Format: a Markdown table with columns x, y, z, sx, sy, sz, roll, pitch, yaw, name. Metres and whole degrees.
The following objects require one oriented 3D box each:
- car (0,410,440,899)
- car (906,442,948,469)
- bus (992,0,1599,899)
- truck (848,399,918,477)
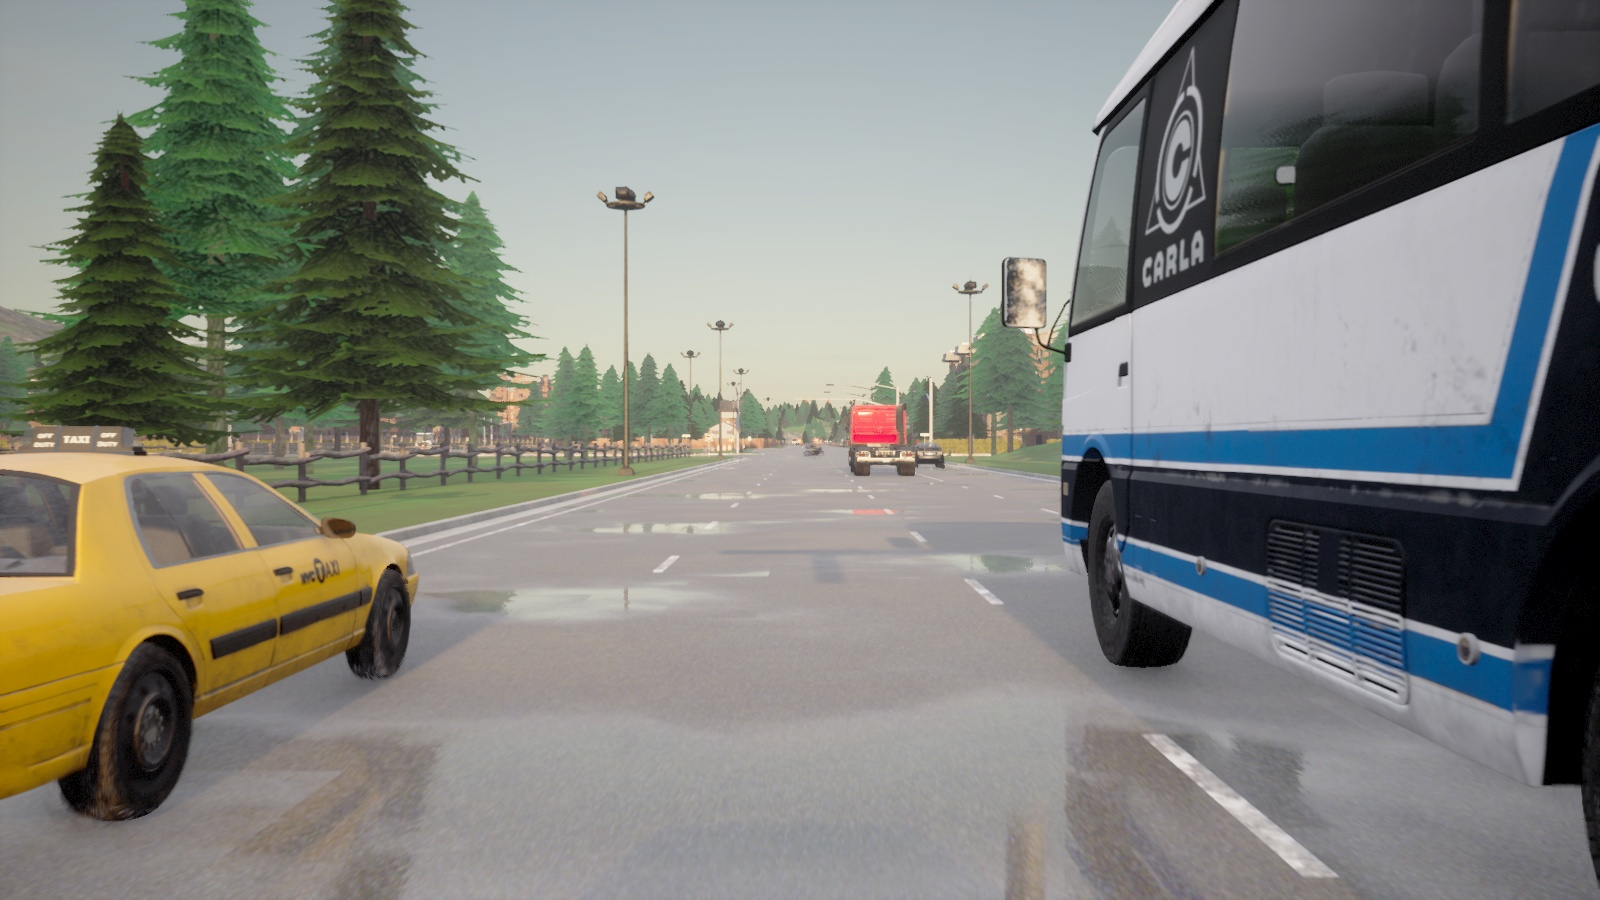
| x | y | z | sx | sy | sz | roll | pitch | yaw | name |
| --- | --- | --- | --- | --- | --- | --- | --- | --- | --- |
| -3.450 | 0.648 | 6.167 | 1.801 | 1.575 | 5.366 | 0 | 0 | 0 | car |
| 7.438 | 0.282 | 73.989 | 2.007 | 1.525 | 4.514 | 0 | 0 | 0 | car |
| 3.547 | -0.657 | 5.347 | 3.944 | 4.253 | 10.273 | 0 | 0 | 0 | bus |
| 3.859 | -0.571 | 60.015 | 2.891 | 3.462 | 7.936 | 0 | 0 | 0 | truck |
